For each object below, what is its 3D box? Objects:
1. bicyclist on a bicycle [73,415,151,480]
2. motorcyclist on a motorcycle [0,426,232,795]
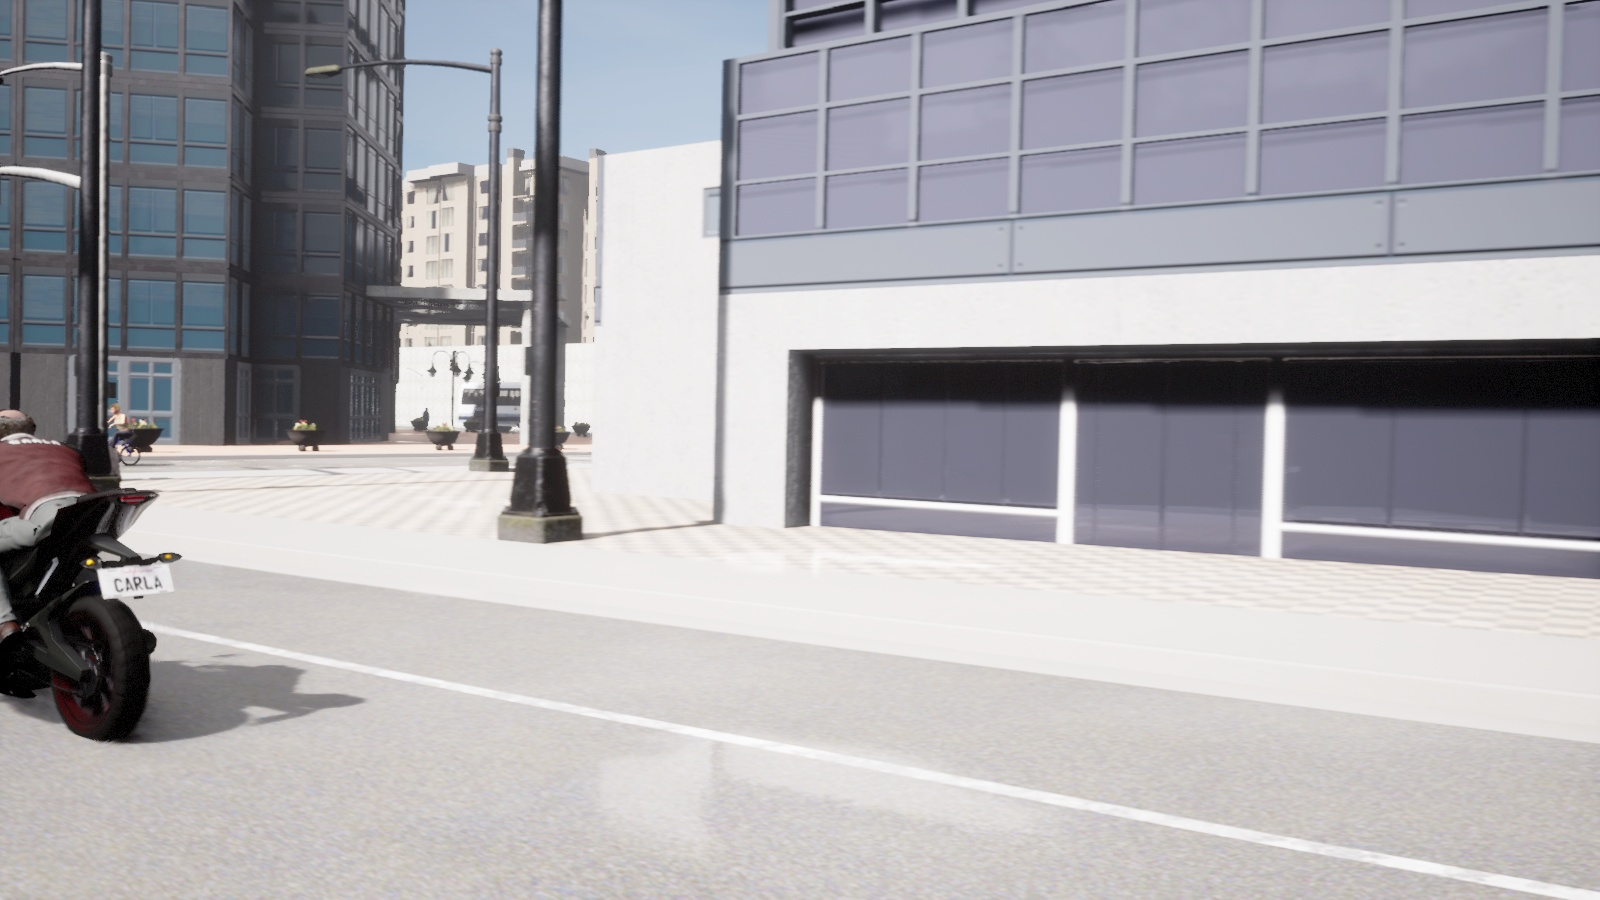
[{"bbox_3d":[-17.579,-0.069,32.089,0.866,1.612,1.509,1,2,34],"label":"bicyclist on a bicycle"},{"bbox_3d":[-3.836,0.648,6.174,2.191,1.530,0.866,1,1,34],"label":"motorcyclist on a motorcycle"}]
